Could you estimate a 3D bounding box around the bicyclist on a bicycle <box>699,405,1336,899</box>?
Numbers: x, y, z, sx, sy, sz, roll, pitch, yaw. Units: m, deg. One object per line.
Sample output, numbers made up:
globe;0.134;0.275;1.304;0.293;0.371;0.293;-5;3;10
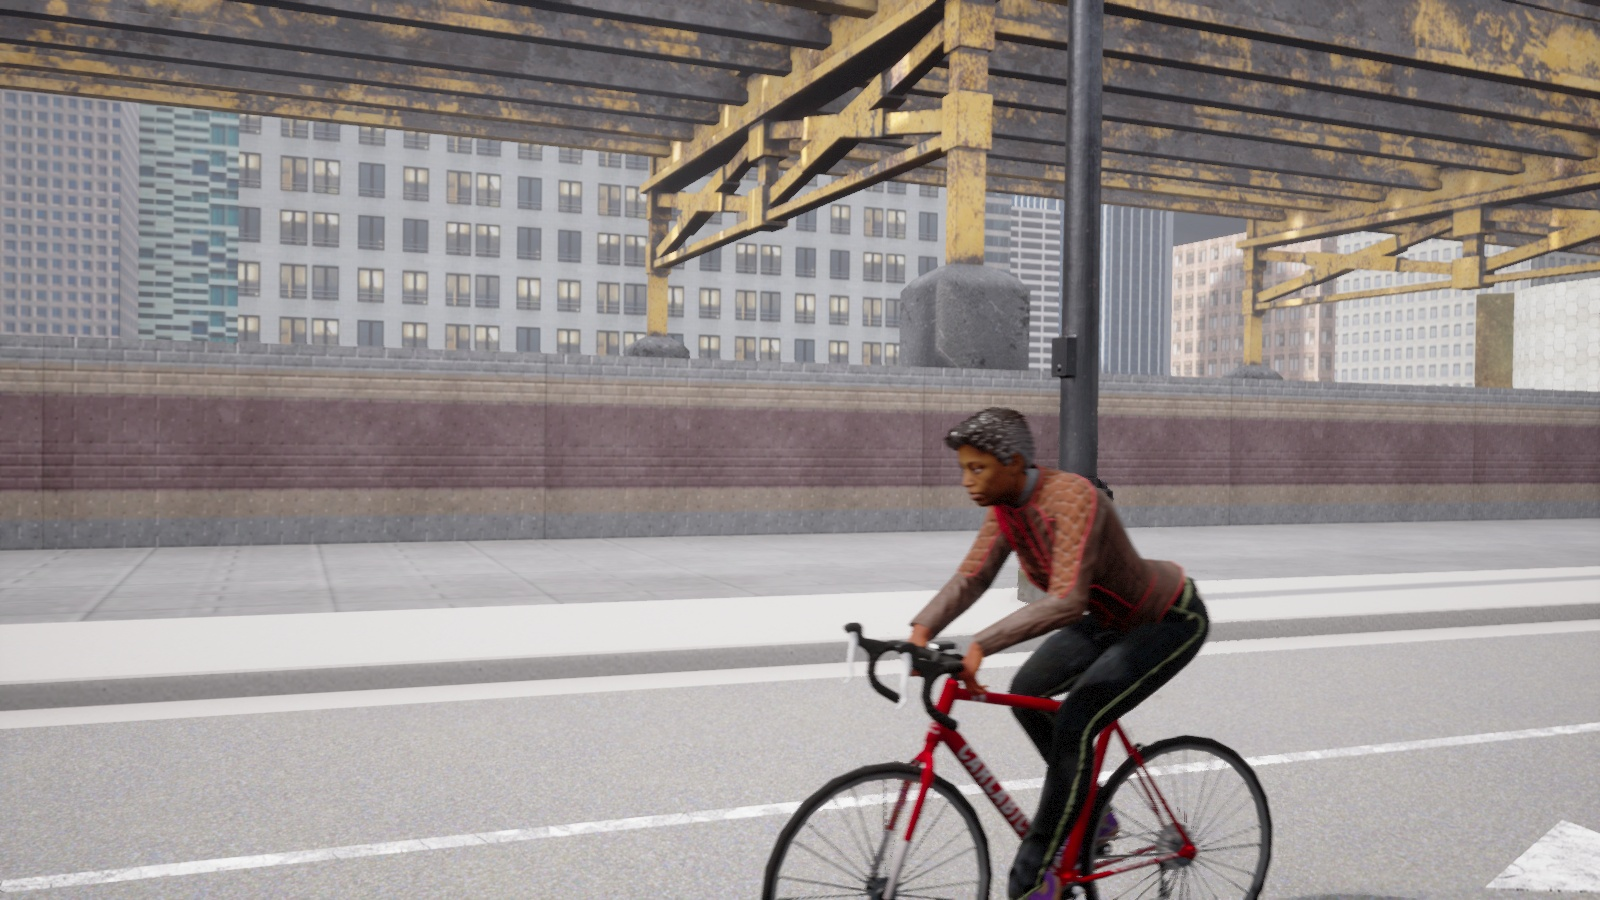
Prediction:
bicyclist on a bicycle;0.611;0.696;3.472;1.656;1.620;0.582;-1;1;-21
